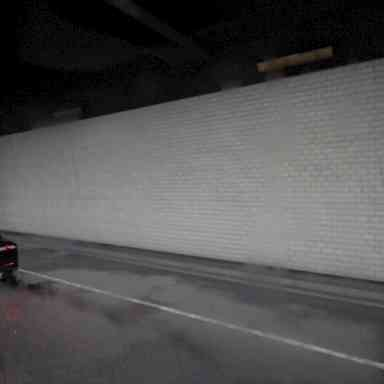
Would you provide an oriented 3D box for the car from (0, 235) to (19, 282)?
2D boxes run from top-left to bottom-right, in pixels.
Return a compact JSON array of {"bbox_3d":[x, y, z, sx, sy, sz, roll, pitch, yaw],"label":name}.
[{"bbox_3d":[-6.374,1.493,8.538,4.902,1.511,2.128,0,0,35],"label":"car"}]
